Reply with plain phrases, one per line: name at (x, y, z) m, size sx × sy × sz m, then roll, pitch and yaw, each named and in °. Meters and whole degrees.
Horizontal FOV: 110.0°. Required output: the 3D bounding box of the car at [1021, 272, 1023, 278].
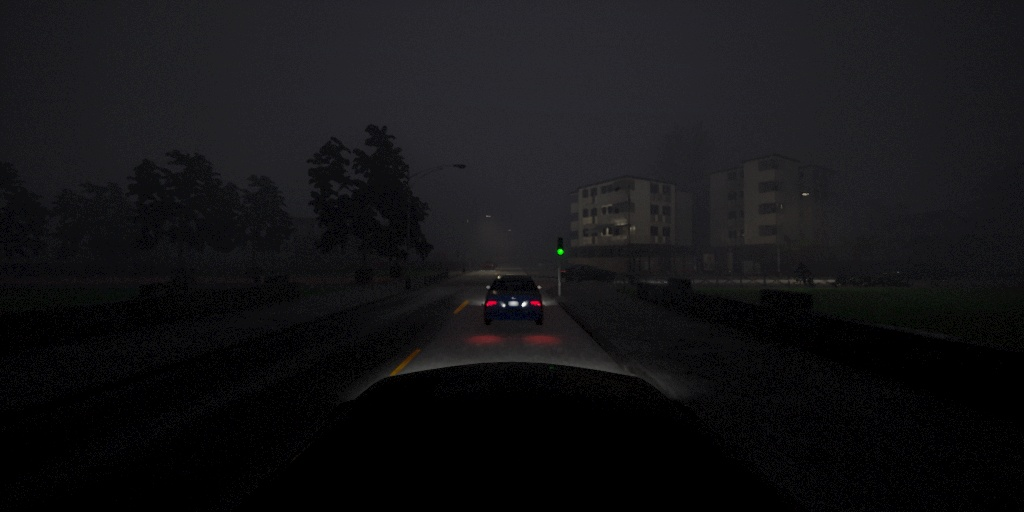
car at (44.692, 1.548, 28.934) m, size 4.718 × 1.301 × 1.895 m, roll 0°, pitch 0°, yaw 1°

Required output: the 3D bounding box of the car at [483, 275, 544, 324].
car at (0.058, 1.375, 12.354) m, size 2.033 × 1.411 × 5.357 m, roll 0°, pitch 0°, yaw 0°

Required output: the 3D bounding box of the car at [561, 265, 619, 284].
car at (6.220, 1.439, 28.944) m, size 4.902 × 1.511 × 2.128 m, roll 0°, pitch -1°, yaw -11°

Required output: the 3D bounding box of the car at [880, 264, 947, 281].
car at (36.913, 1.469, 33.069) m, size 4.902 × 1.511 × 2.128 m, roll 0°, pitch 0°, yaw 0°

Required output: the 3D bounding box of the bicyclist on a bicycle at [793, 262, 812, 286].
bicyclist on a bicycle at (20.010, 1.265, 24.685) m, size 0.582 × 1.620 × 1.656 m, roll 0°, pitch -1°, yaw 0°

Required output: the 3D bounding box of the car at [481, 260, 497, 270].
car at (-4.091, 1.536, 61.278) m, size 2.097 × 1.767 × 4.553 m, roll 0°, pitch 0°, yaw 0°
